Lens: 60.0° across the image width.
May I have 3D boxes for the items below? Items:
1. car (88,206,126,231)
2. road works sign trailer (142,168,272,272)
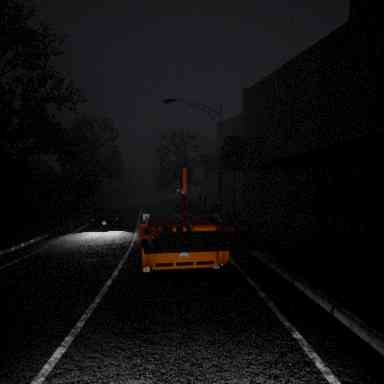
[{"bbox_3d":[-5.212,1.574,20.795,1.994,1.385,4.181,-1,0,-8],"label":"car"},{"bbox_3d":[0.030,0.791,7.689,2.380,2.880,3.560,0,0,-10],"label":"road works sign trailer"}]
